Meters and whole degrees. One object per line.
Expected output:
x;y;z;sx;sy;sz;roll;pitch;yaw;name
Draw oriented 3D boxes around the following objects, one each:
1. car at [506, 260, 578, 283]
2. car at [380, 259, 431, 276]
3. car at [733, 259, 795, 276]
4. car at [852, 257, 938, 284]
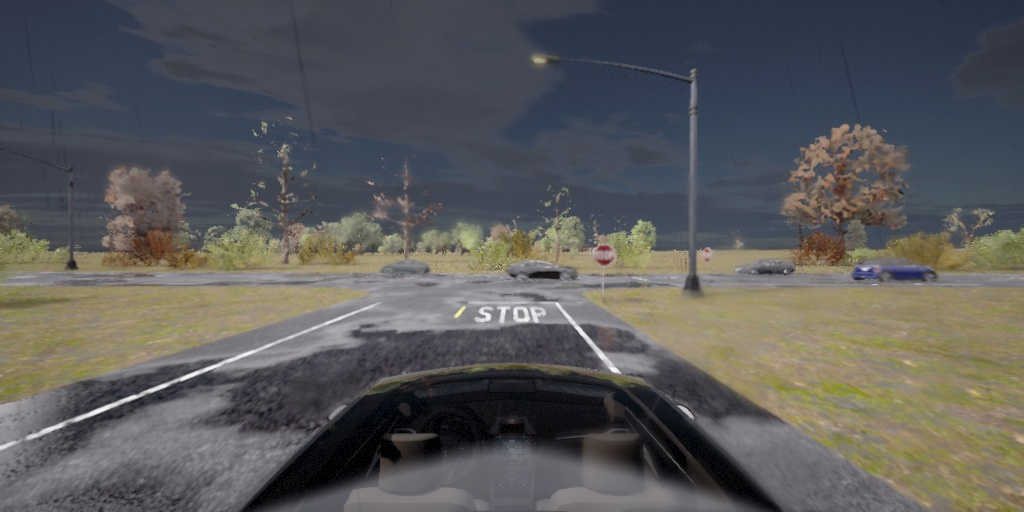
2.012;1.012;24.419;4.902;1.511;2.128;0;1;-1;car
-9.200;0.981;31.155;4.181;1.385;1.994;0;1;-2;car
22.465;1.061;32.012;4.902;1.511;2.128;-1;1;-2;car
26.759;0.966;25.117;4.553;1.767;2.097;0;1;-2;car
